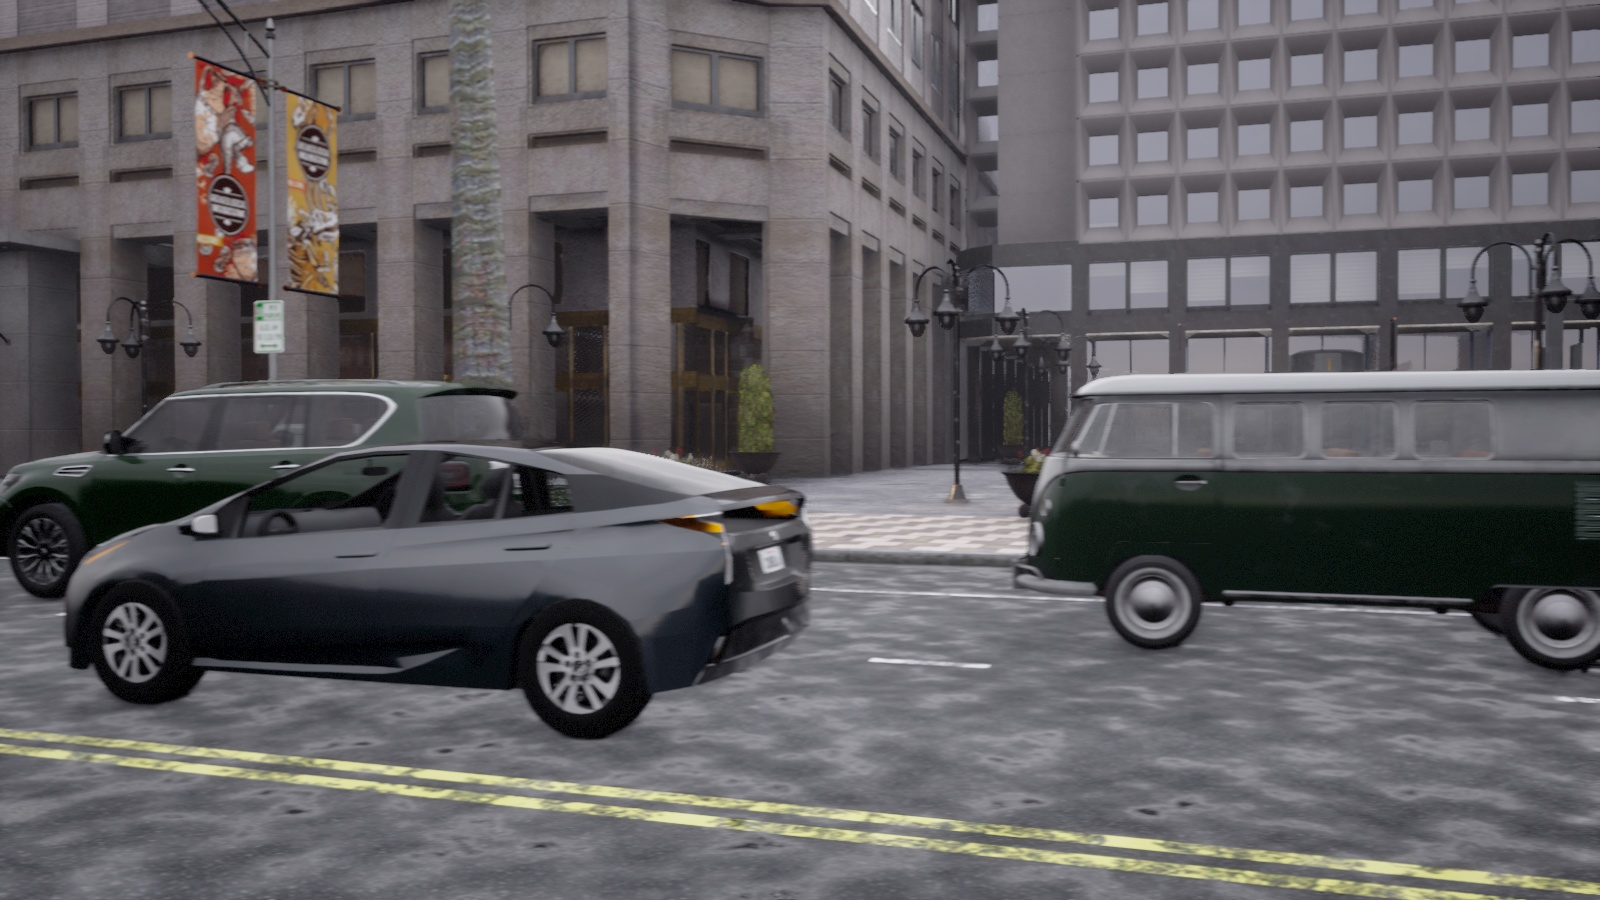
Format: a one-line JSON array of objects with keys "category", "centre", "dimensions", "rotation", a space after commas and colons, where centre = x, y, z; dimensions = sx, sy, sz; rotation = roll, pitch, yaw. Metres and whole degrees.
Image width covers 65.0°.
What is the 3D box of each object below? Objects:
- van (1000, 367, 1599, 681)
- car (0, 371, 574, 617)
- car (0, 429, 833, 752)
[{"category": "van", "centre": [3.853, 0.445, 9.278], "dimensions": [4.442, 1.987, 1.775], "rotation": [1, 1, 19]}, {"category": "car", "centre": [-5.223, 0.328, 12.326], "dimensions": [5.566, 2.045, 2.150], "rotation": [1, 1, 18]}, {"category": "car", "centre": [-2.253, 0.642, 7.639], "dimensions": [4.514, 1.525, 2.007], "rotation": [1, 1, 18]}]
